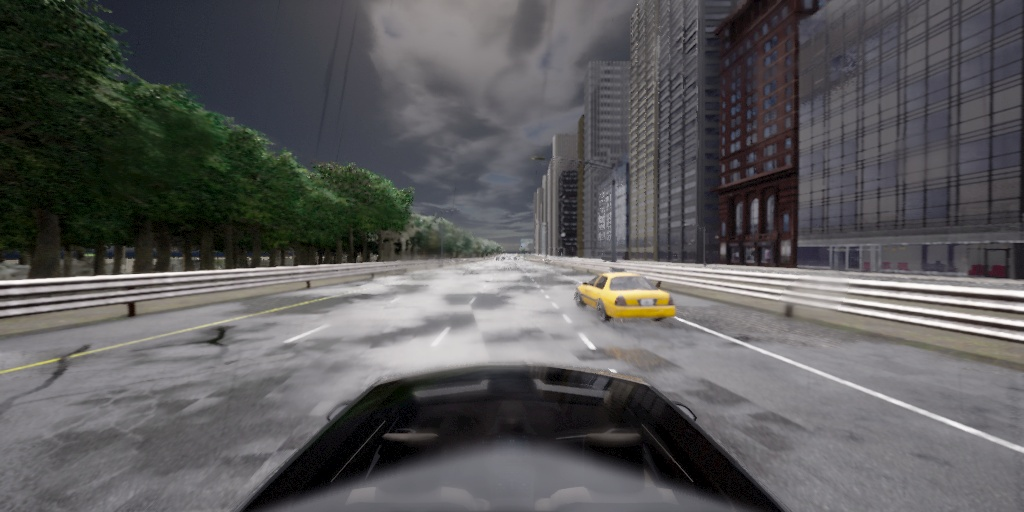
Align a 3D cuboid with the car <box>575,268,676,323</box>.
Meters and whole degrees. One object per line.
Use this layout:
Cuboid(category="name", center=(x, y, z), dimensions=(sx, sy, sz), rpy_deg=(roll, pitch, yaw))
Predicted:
Cuboid(category="car", center=(3.477, 1.195, 12.090), dimensions=(1.801, 1.575, 5.366), rpy_deg=(-1, 0, -3))
